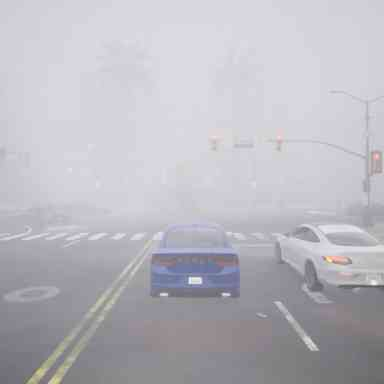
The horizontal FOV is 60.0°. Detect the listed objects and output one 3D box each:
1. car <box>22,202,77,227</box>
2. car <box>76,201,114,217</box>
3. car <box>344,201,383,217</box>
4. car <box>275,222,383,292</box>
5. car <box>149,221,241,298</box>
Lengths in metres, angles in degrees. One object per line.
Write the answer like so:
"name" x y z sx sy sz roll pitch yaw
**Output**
"car" -10.096 1.564 23.051 4.181 1.385 1.994 0 0 43
"car" -9.962 1.547 30.394 5.357 1.411 2.033 0 0 0
"car" 16.194 1.564 30.352 4.181 1.385 1.994 0 0 0
"car" 3.572 1.526 8.837 1.812 1.442 4.674 0 0 0
"car" 0.071 1.478 8.589 1.882 1.535 5.008 0 0 0
